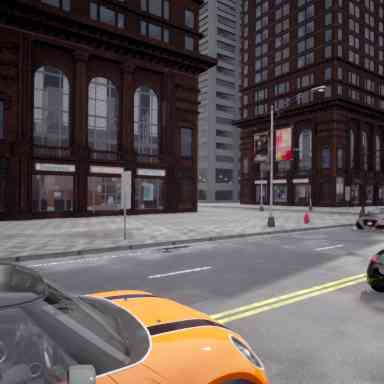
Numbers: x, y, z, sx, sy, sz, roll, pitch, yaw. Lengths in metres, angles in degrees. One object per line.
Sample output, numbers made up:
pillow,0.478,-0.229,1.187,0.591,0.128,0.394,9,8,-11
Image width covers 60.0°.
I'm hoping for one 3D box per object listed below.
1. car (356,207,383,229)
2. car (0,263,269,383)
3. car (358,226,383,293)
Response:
car,11.705,1.615,20.048,4.181,1.385,1.994,0,0,-36
car,-1.525,1.352,2.351,4.553,1.767,2.097,0,0,-36
car,5.903,1.576,7.670,4.181,1.385,1.994,0,0,-35
